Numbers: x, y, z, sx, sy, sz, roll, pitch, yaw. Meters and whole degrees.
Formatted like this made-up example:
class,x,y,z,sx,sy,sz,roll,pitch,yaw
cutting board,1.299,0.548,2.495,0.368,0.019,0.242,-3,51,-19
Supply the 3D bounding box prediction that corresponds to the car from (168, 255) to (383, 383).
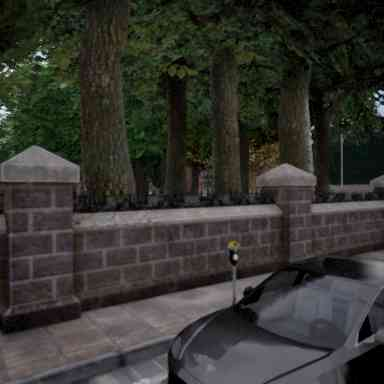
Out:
class,x,y,z,sx,sy,sz,roll,pitch,yaw
car,1.768,1.562,4.077,4.313,1.339,1.947,0,0,-35
